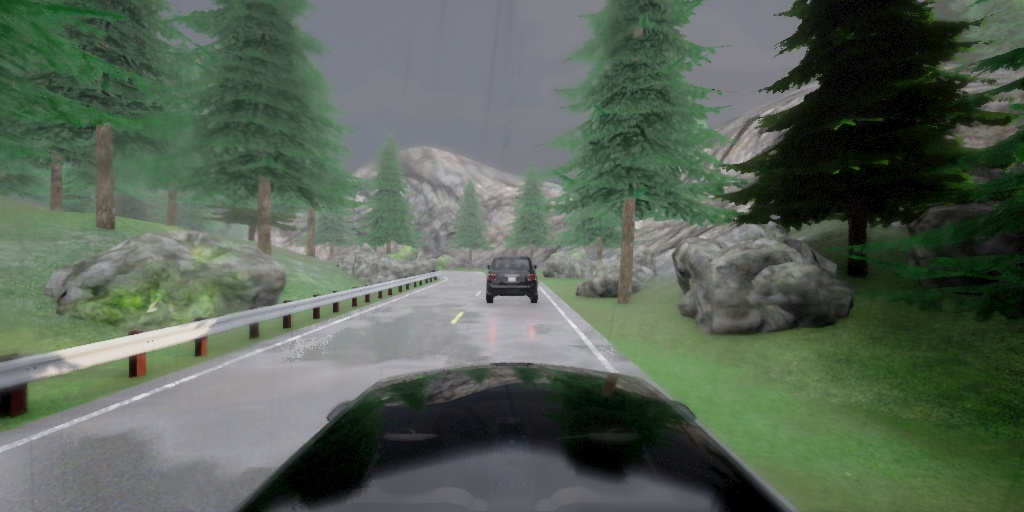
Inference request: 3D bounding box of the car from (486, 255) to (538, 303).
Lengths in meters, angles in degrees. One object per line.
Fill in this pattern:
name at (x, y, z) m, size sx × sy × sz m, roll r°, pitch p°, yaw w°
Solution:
car at (0.000, 0.985, 16.529) m, size 2.150 × 2.045 × 5.566 m, roll 0°, pitch 0°, yaw 0°
